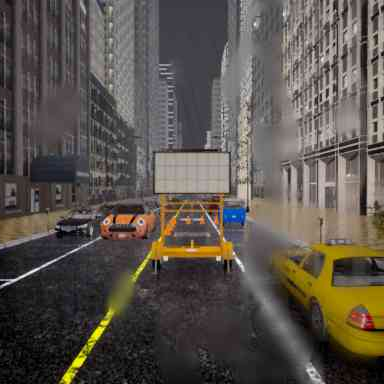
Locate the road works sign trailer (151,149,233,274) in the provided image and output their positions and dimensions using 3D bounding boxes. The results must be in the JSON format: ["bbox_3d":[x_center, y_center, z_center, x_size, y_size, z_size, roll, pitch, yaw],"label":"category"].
[{"bbox_3d":[0.003,0.462,10.502,2.380,3.560,2.880,0,0,0],"label":"road works sign trailer"}]

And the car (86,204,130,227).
[{"bbox_3d":[-5.694,1.560,23.155,1.947,1.339,4.313,-1,0,0],"label":"car"}]

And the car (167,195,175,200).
[{"bbox_3d":[-5.683,1.501,91.189,1.752,1.417,4.829,-1,0,0],"label":"car"}]

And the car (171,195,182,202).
[{"bbox_3d":[-2.990,1.548,63.263,1.994,1.385,4.181,0,0,0],"label":"car"}]

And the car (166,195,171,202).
[{"bbox_3d":[-5.687,1.535,62.940,2.008,1.369,4.403,-1,0,0],"label":"car"}]

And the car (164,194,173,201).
[{"bbox_3d":[-5.686,1.419,79.991,1.967,1.590,4.097,-1,0,0],"label":"car"}]

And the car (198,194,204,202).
[{"bbox_3d":[2.693,1.535,62.938,2.008,1.369,4.403,-1,0,0],"label":"car"}]

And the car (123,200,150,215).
[{"bbox_3d":[-5.693,1.543,34.522,2.008,1.369,4.403,-1,0,0],"label":"car"}]

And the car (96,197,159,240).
[{"bbox_3d":[-3.100,1.348,16.996,2.097,1.767,4.553,0,0,0],"label":"car"}]

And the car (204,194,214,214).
[{"bbox_3d":[2.686,1.307,34.520,2.192,1.841,5.009,-1,0,0],"label":"car"}]

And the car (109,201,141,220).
[{"bbox_3d":[-5.693,1.538,28.838,1.887,1.381,4.507,-1,0,0],"label":"car"}]

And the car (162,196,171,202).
[{"bbox_3d":[-5.685,1.563,74.307,1.802,1.307,4.206,-1,0,0],"label":"car"}]

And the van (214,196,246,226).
[{"bbox_3d":[2.685,1.336,23.153,1.690,1.788,3.998,-1,0,0],"label":"van"}]

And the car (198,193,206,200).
[{"bbox_3d":[2.695,1.290,91.357,2.192,1.841,5.009,-1,0,0],"label":"car"}]

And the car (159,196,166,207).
[{"bbox_3d":[-5.690,1.538,51.573,2.008,1.369,4.403,-1,0,0],"label":"car"}]

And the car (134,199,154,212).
[{"bbox_3d":[-5.691,1.572,40.206,1.802,1.307,4.206,-1,0,0],"label":"car"}]

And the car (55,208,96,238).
[{"bbox_3d":[-5.695,1.547,17.471,2.008,1.369,4.403,-1,0,0],"label":"car"}]

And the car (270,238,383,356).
[{"bbox_3d":[2.684,1.524,6.272,1.752,1.417,4.829,-1,0,0],"label":"car"}]

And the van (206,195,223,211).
[{"bbox_3d":[2.687,1.332,40.204,1.690,1.788,3.998,-1,0,0],"label":"van"}]
